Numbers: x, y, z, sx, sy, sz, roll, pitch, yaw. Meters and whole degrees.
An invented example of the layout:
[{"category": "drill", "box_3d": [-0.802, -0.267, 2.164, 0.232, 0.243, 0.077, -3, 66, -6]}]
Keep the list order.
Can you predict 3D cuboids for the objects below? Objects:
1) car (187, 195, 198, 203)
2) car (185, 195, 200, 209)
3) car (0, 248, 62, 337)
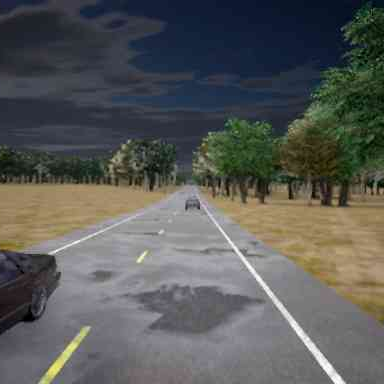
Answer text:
[{"category": "car", "box_3d": [0.095, 1.314, 62.790, 2.033, 1.411, 5.357, 0, 1, 0]}, {"category": "car", "box_3d": [0.096, 1.411, 43.913, 2.128, 1.511, 4.902, 0, 0, 0]}, {"category": "car", "box_3d": [-3.605, 1.563, 4.575, 2.033, 1.411, 5.357, 0, 0, 0]}]
